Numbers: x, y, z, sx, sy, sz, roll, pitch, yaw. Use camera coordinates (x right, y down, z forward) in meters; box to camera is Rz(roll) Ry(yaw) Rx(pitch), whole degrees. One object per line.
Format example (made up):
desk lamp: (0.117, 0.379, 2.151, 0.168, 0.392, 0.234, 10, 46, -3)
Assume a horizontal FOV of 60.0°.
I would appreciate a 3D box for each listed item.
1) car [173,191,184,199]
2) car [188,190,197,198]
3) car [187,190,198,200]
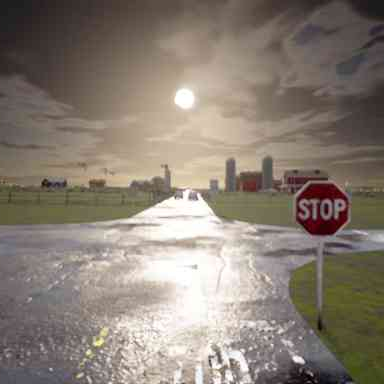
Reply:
car: (-2.580, 0.609, 66.295, 1.837, 1.490, 4.892, 0, 1, 0)
car: (0.184, 0.394, 71.288, 1.882, 1.535, 5.008, 0, 1, 0)
car: (0.158, 0.722, 60.870, 2.033, 1.411, 5.357, 0, 1, 0)
